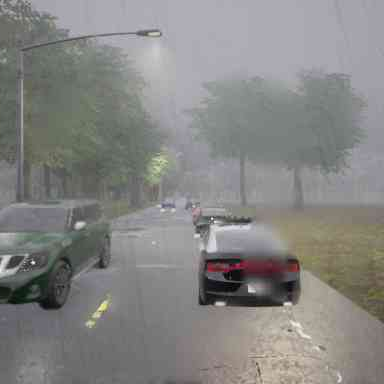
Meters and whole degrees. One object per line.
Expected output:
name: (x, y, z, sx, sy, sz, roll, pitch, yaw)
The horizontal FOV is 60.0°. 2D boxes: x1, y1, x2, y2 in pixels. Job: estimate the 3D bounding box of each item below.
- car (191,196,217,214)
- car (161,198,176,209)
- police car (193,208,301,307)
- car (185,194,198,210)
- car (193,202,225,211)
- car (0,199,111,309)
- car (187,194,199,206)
car: (1.125, 1.356, 24.047, 2.097, 1.767, 4.553, 0, 0, 0)
car: (-3.350, 1.614, 47.751, 1.882, 1.535, 5.008, 0, -1, 0)
police car: (1.076, 1.423, 8.184, 1.930, 1.638, 5.238, 0, 0, 0)
car: (0.188, 1.471, 45.534, 2.097, 1.767, 4.553, 0, 0, 1)
car: (1.107, 1.503, 18.075, 1.837, 1.490, 4.892, 0, 0, 0)
car: (-3.574, 1.219, 8.202, 2.150, 2.045, 5.566, 0, 0, 0)
car: (0.187, 1.463, 59.521, 2.150, 2.045, 5.566, 0, -1, 0)
